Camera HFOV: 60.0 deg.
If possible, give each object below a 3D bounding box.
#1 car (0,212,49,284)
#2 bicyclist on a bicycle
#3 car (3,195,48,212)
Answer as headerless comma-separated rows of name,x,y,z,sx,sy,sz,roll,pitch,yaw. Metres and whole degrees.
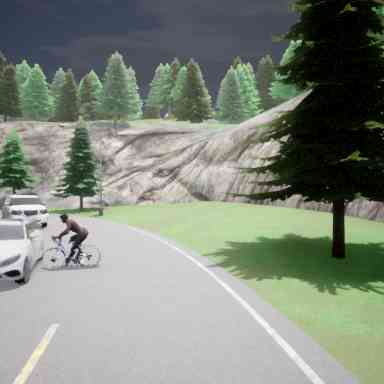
car,-5.357,1.526,9.390,1.812,1.442,4.674,0,0,-17
bicyclist on a bicycle,-3.523,1.454,9.674,1.656,1.620,0.582,-2,1,-15
car,-11.106,1.222,22.072,2.150,2.045,5.566,0,0,-34
